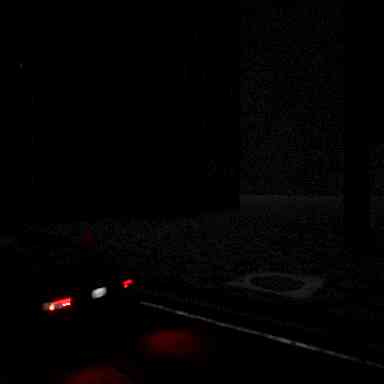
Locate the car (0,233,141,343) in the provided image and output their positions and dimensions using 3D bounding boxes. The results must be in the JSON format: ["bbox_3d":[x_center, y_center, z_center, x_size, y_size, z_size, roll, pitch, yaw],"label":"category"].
[{"bbox_3d":[-3.417,1.541,6.414,5.357,1.411,2.033,0,0,36],"label":"car"}]
